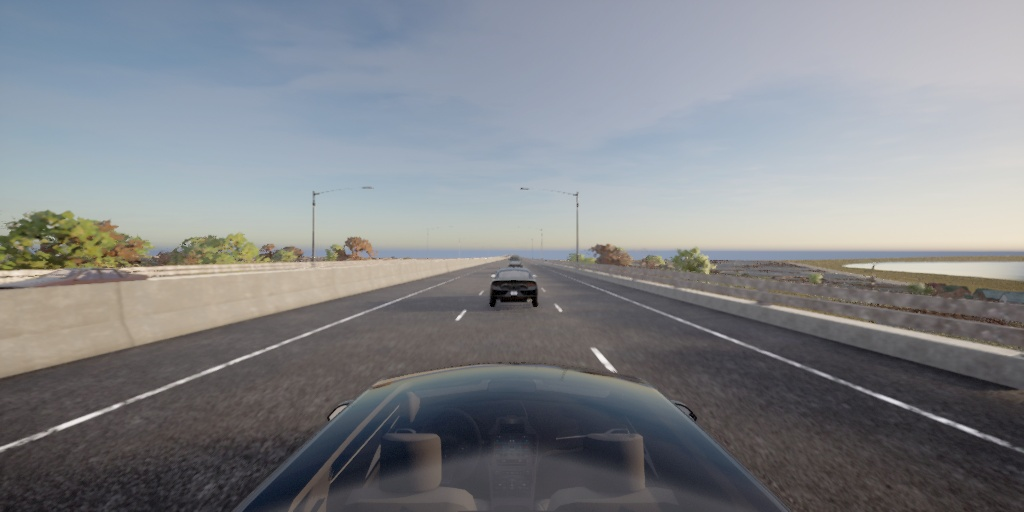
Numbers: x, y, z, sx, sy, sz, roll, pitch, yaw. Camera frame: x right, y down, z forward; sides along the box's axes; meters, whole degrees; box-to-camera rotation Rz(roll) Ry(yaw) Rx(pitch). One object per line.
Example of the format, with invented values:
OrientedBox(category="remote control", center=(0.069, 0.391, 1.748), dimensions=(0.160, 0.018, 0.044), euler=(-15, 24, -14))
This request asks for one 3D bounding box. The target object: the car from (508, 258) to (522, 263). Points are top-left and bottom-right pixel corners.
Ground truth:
OrientedBox(category="car", center=(0.396, 1.279, 43.454), dimensions=(1.882, 1.535, 5.008), euler=(0, 0, 0))

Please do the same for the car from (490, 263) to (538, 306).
OrientedBox(category="car", center=(0.088, 1.240, 15.867), dimensions=(1.882, 1.535, 5.008), euler=(0, 0, 0))

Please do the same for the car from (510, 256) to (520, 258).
OrientedBox(category="car", center=(0.514, 1.050, 62.431), dimensions=(2.150, 2.045, 5.566), euler=(0, 0, 1))

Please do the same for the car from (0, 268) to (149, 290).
OrientedBox(category="car", center=(-20.928, 1.298, 17.480), dimensions=(2.033, 1.411, 5.357), euler=(0, 0, 0))
